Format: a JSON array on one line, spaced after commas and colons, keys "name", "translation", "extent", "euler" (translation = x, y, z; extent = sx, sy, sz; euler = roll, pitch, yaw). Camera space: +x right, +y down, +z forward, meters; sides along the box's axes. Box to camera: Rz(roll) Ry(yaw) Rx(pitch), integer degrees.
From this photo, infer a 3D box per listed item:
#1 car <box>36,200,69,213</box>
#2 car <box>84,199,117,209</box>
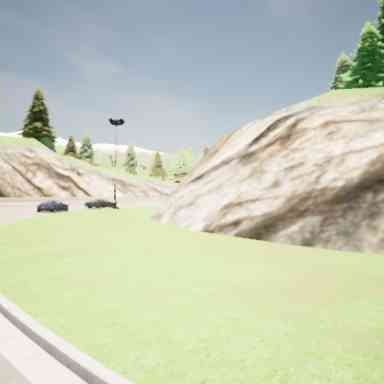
[{"name": "car", "translation": [-16.105, 1.612, 38.679], "extent": [1.994, 1.385, 4.181], "euler": [1, 0, 10]}, {"name": "car", "translation": [-13.378, 1.677, 48.742], "extent": [2.033, 1.411, 5.357], "euler": [0, 0, 26]}]
